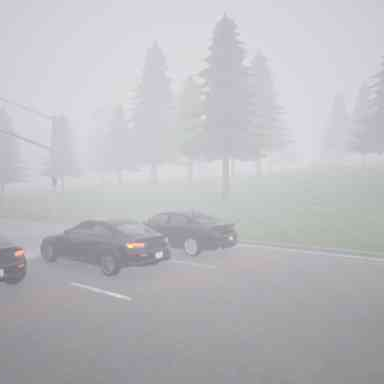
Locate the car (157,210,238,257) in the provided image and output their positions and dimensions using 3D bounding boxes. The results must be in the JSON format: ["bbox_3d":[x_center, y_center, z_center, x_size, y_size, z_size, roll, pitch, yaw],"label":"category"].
[{"bbox_3d":[-0.653,1.457,13.021,5.008,1.535,1.882,0,0,36],"label":"car"}]

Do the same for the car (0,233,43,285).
[{"bbox_3d":[-5.843,1.501,8.137,4.674,1.442,1.812,0,0,36],"label":"car"}]

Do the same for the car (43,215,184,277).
[{"bbox_3d":[-2.738,1.505,10.210,4.674,1.442,1.812,0,0,36],"label":"car"}]
